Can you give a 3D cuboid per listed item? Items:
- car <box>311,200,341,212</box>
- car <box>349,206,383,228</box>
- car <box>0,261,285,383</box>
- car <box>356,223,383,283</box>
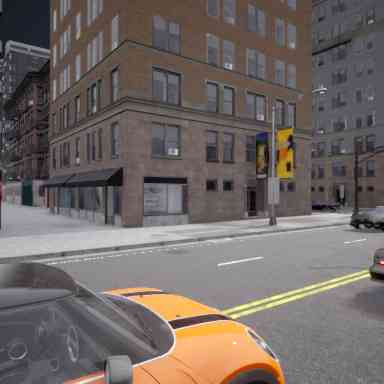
[{"bbox_3d":[14.400,1.585,37.847,1.895,1.301,4.718,0,0,-36],"label":"car"},{"bbox_3d":[11.880,1.552,20.206,5.357,1.411,2.033,0,0,-31],"label":"car"},{"bbox_3d":[-1.356,1.352,2.437,4.553,1.767,2.097,0,0,-37],"label":"car"},{"bbox_3d":[6.447,1.548,8.238,5.357,1.411,2.033,0,0,-37],"label":"car"}]
